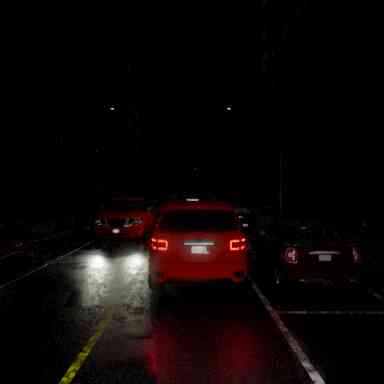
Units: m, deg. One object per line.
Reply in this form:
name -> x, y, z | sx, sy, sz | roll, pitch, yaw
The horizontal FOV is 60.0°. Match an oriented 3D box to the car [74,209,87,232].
car -> -5.649, 1.567, 20.100 | 1.947, 1.339, 4.313 | 0, 0, 0

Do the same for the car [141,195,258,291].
car -> 0.114, 1.222, 9.174 | 2.150, 2.045, 5.566 | 0, 0, 0

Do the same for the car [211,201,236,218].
car -> 2.888, 1.570, 31.093 | 1.947, 1.339, 4.313 | 0, 0, 0

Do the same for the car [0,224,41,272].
car -> -5.661, 1.582, 9.097 | 1.802, 1.307, 4.206 | 0, 0, 0

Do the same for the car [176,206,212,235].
car -> 0.121, 1.602, 19.944 | 1.895, 1.301, 4.718 | 0, 0, 0

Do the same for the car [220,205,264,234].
car -> 2.876, 1.552, 20.090 | 2.008, 1.369, 4.403 | 0, 0, 0

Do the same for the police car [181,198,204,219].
police car -> 0.033, 1.429, 30.207 | 1.930, 1.638, 5.238 | 0, 0, 0

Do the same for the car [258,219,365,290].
car -> 2.864, 1.440, 9.088 | 1.967, 1.590, 4.097 | 0, 0, 0

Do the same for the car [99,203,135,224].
car -> -5.644, 1.584, 25.601 | 1.802, 1.307, 4.206 | 0, 0, 0

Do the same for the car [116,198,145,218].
car -> -5.637, 1.444, 31.103 | 1.967, 1.590, 4.097 | 0, 0, 0

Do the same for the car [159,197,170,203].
car -> -5.561, 1.627, 68.206 | 1.802, 1.307, 4.206 | 0, 0, 0

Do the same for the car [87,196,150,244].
car -> -3.078, 1.222, 16.248 | 2.150, 2.045, 5.566 | 0, 0, 0
